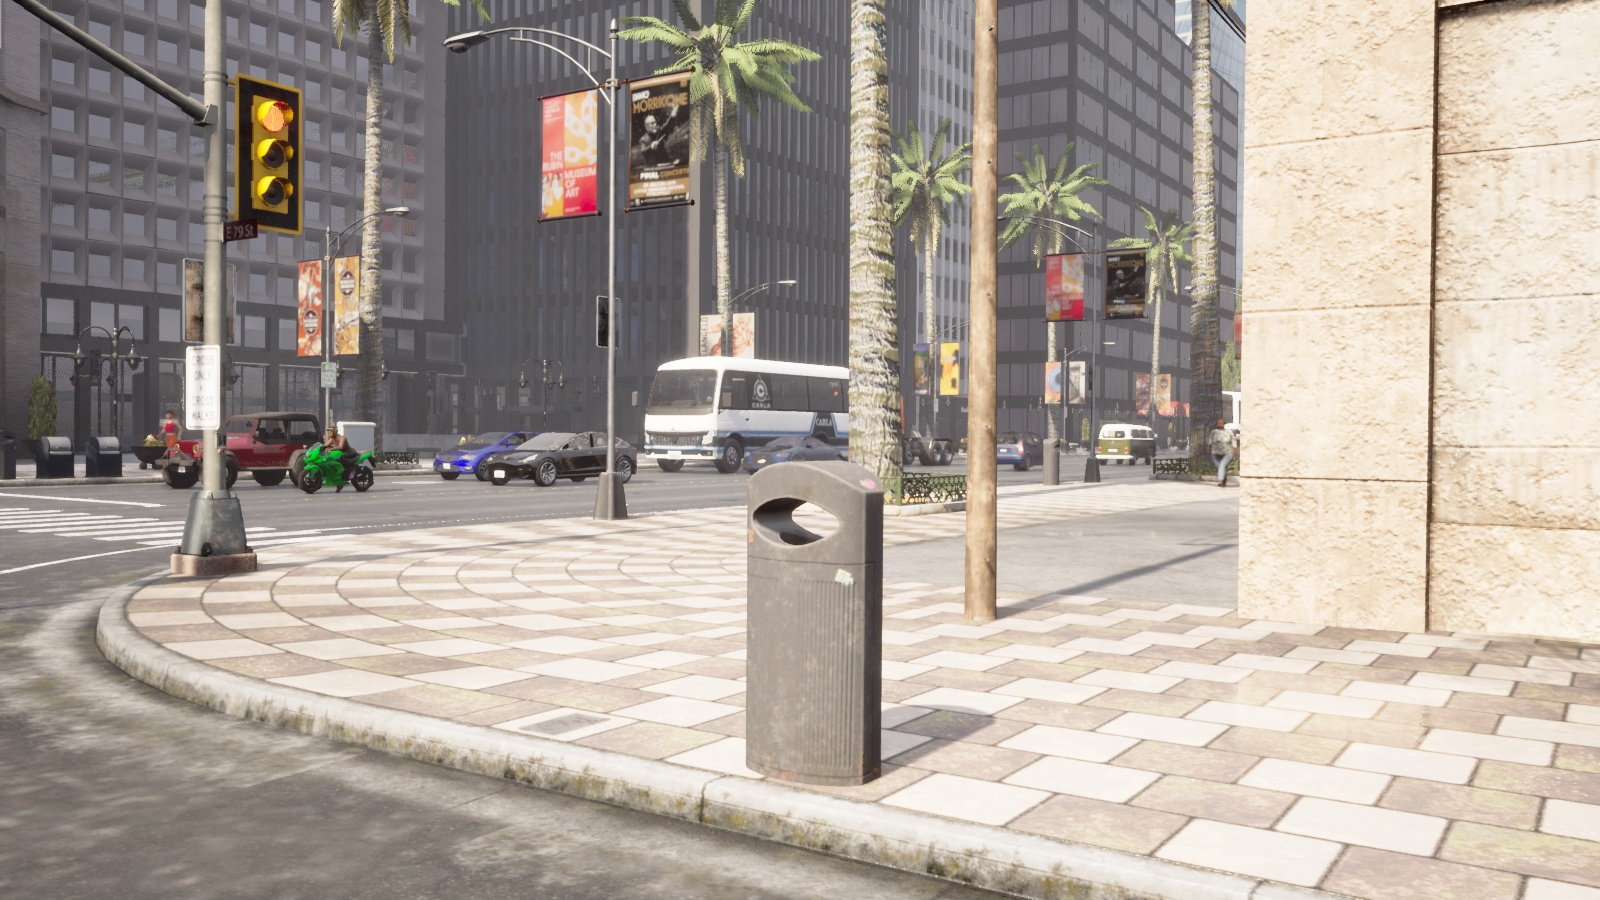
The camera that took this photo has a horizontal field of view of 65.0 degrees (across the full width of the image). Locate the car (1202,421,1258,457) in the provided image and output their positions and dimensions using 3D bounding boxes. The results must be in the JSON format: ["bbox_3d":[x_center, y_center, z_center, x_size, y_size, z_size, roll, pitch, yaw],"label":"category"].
[{"bbox_3d":[22.776,-0.587,66.453,1.905,1.878,3.866,0,1,33],"label":"car"}]

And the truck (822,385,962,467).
[{"bbox_3d":[4.364,-1.073,57.412,2.891,3.462,7.936,0,1,33],"label":"truck"}]

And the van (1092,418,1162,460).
[{"bbox_3d":[16.511,-0.558,63.242,2.069,2.038,4.480,0,1,33],"label":"van"}]

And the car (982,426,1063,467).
[{"bbox_3d":[9.274,-0.166,52.134,1.851,1.617,3.988,0,1,33],"label":"car"}]

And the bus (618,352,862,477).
[{"bbox_3d":[-1.975,-1.281,47.871,3.944,4.253,10.273,0,1,34],"label":"bus"}]

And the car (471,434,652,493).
[{"bbox_3d":[-6.506,0.315,34.783,2.163,1.488,4.792,0,1,33],"label":"car"}]

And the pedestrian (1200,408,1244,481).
[{"bbox_3d":[10.875,-0.152,32.348,0.874,1.855,0.900,0,1,33],"label":"pedestrian"}]

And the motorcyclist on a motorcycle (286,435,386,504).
[{"bbox_3d":[-10.567,0.418,28.681,0.797,1.523,2.044,0,1,34],"label":"motorcyclist on a motorcycle"}]

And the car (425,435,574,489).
[{"bbox_3d":[-8.902,0.314,37.493,1.816,1.474,4.193,0,1,34],"label":"car"}]

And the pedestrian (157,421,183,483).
[{"bbox_3d":[-18.899,0.045,37.676,0.345,1.836,0.594,0,1,26],"label":"pedestrian"}]

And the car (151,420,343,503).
[{"bbox_3d":[-13.428,0.230,30.680,1.905,1.878,3.866,0,1,34],"label":"car"}]

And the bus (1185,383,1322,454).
[{"bbox_3d":[28.836,-1.992,79.556,10.273,4.253,3.944,-2,1,-43],"label":"bus"}]

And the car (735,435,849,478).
[{"bbox_3d":[-0.235,0.194,44.183,1.994,1.385,4.181,0,1,34],"label":"car"}]
